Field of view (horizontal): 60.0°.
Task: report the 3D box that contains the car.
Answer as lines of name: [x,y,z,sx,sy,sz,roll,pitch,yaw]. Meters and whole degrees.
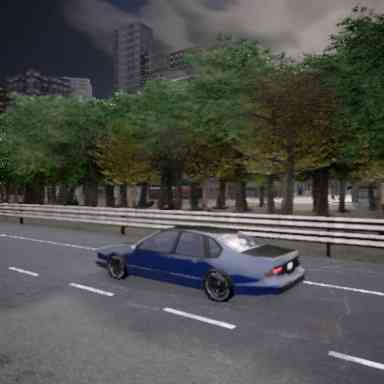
car: [-0.062,1.548,8.210,5.357,1.411,2.033,0,0,36]
